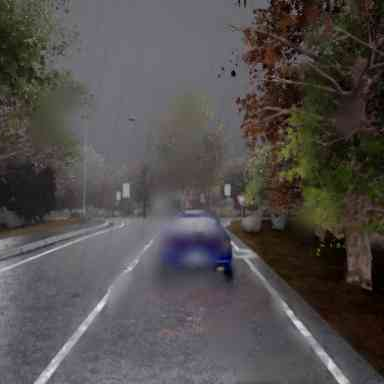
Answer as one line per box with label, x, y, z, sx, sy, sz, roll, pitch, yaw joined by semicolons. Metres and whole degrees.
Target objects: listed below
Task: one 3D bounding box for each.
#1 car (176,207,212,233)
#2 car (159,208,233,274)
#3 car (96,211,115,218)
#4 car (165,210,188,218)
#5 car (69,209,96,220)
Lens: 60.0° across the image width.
car;0.179;1.706;21.472;2.033;1.411;5.357;0;-2;1
car;0.105;1.404;10.321;1.882;1.535;5.008;0;0;0
car;-17.423;4.440;64.957;2.033;1.411;5.357;-2;-4;30
car;-3.382;4.854;73.353;5.008;1.535;1.882;1;-4;-1
car;-15.481;3.143;46.107;1.837;1.490;4.892;1;-4;-39
